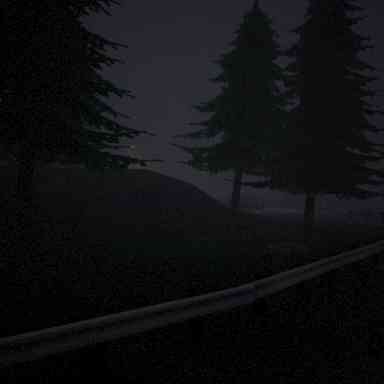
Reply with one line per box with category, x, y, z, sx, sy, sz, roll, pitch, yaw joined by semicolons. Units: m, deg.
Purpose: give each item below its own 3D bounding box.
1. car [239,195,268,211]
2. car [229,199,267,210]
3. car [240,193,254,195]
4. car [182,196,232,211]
car;6.518;1.470;40.967;5.008;1.535;1.882;0;0;34
car;7.454;1.589;44.554;4.718;1.301;1.895;0;0;34
car;8.189;1.201;48.282;5.566;2.045;2.150;1;0;34
car;1.863;1.527;39.880;5.357;1.411;2.033;0;0;34
